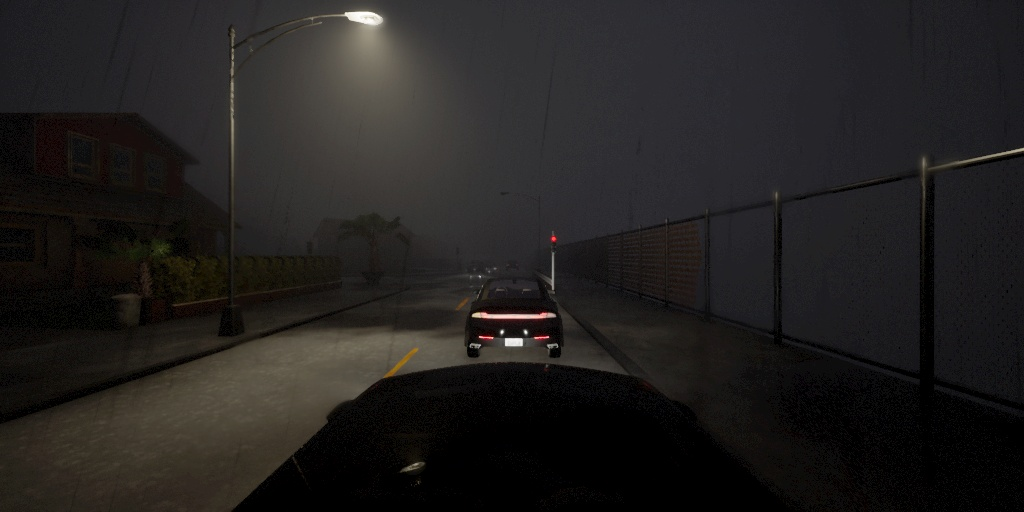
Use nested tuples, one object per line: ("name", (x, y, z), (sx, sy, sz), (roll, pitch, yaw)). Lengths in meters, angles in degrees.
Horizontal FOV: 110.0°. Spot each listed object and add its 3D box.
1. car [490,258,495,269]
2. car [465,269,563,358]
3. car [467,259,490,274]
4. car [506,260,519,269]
("car", (-4.110, 1.314, 55.772), (1.994, 1.385, 4.181), (0, 0, 0))
("car", (0.052, 1.242, 8.472), (2.128, 1.511, 4.902), (0, 0, 0))
("car", (-4.128, 1.241, 42.034), (2.128, 1.511, 4.902), (0, 0, 0))
("car", (0.081, 1.297, 53.283), (2.033, 1.411, 5.357), (0, 0, 0))
